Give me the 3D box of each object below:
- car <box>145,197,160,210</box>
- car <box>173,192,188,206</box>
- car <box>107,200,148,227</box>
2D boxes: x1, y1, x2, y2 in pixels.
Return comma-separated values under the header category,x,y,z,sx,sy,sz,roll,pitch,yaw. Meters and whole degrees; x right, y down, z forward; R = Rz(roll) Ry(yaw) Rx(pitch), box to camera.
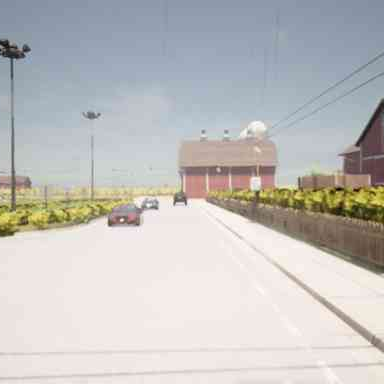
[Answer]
category,x,y,z,sx,sy,sz,roll,pitch,yaw
car,-4.918,1.383,39.849,2.128,1.511,4.902,-1,0,-2
car,-1.834,1.037,51.788,2.150,2.045,5.566,-1,0,-2
car,-4.353,1.516,22.315,1.994,1.385,4.181,-1,0,-2
